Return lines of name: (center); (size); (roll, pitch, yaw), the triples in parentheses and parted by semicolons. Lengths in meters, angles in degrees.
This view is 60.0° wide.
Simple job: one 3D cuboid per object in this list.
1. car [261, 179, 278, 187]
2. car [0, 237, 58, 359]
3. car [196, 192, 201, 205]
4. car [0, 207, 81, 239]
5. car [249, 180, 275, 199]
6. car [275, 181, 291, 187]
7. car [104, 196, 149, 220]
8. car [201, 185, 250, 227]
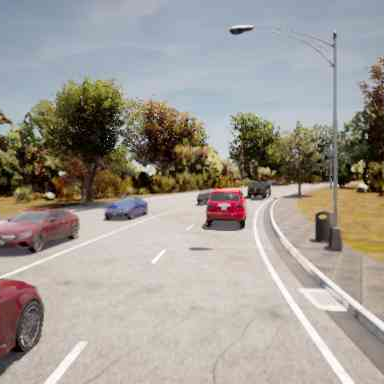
car: (18.248, -2.100, 78.178); (2.097, 1.767, 4.553); (0, 3, 38)
car: (-3.201, 1.517, 3.165); (1.812, 1.442, 4.674); (0, 0, 1)
car: (1.922, 0.454, 33.966); (2.128, 1.511, 4.902); (0, 3, 19)
car: (-6.118, 1.380, 13.362); (1.812, 1.442, 4.674); (0, 1, 7)
car: (8.381, -0.271, 41.186); (2.150, 2.045, 5.566); (0, 3, 22)
car: (20.913, -1.994, 75.906); (1.882, 1.535, 5.008); (0, 3, 38)
car: (-4.470, 1.047, 23.439); (1.812, 1.442, 4.674); (0, 2, 12)
car: (2.191, 0.832, 20.088); (2.150, 2.045, 5.566); (0, 2, 11)
